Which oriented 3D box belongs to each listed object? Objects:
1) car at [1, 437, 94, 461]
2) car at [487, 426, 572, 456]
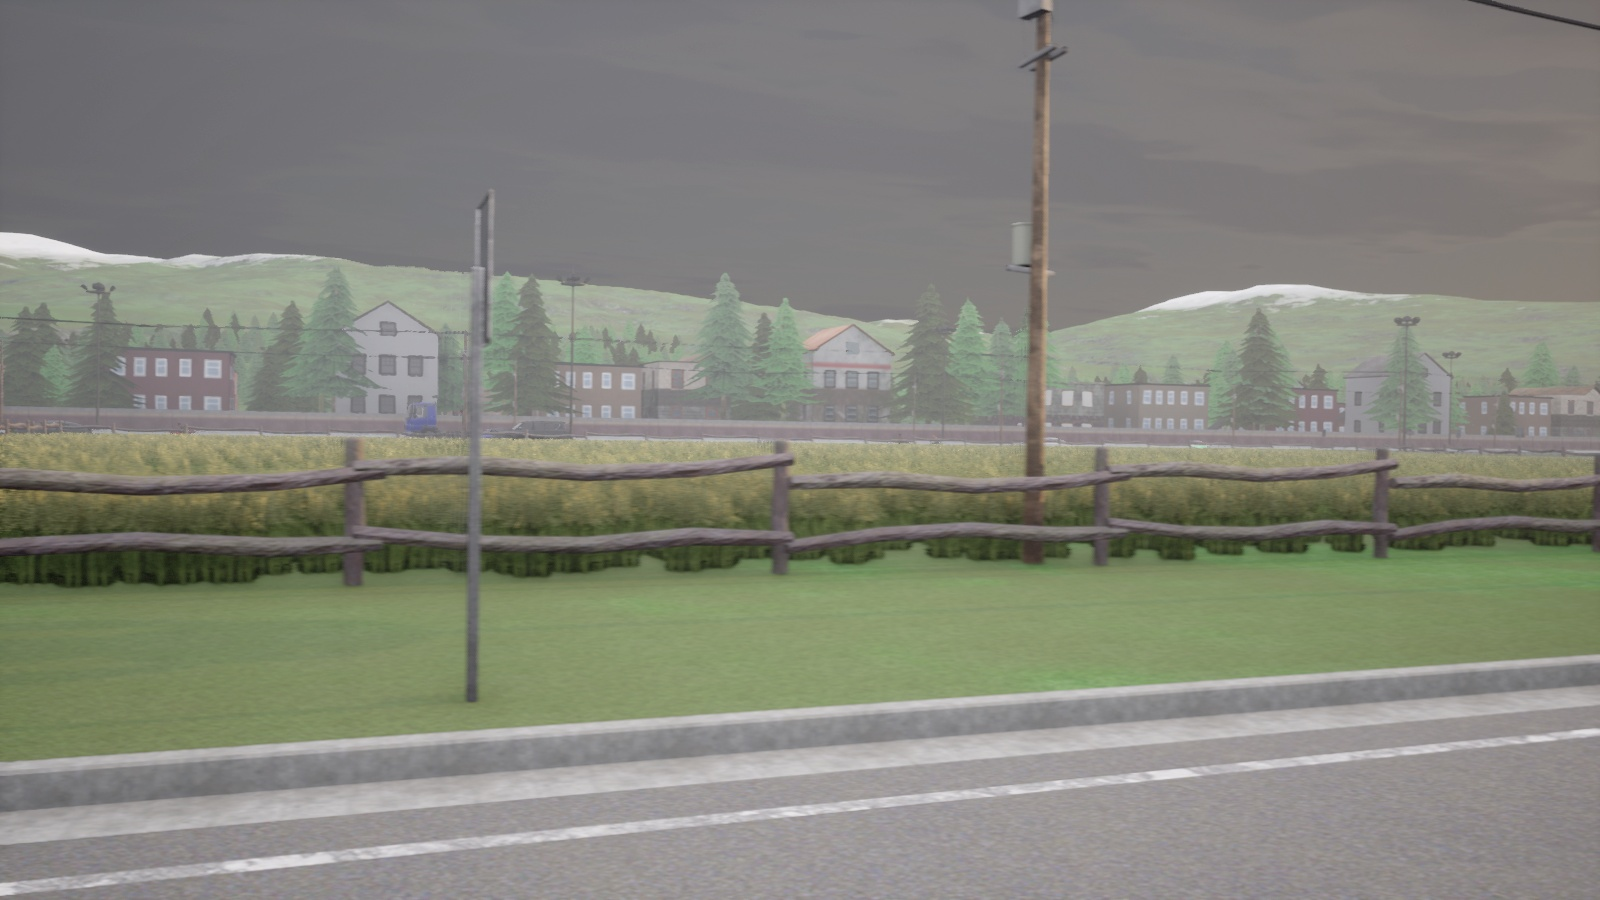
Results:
[{"bbox_3d":[-48.359,-0.076,80.812,4.892,1.490,1.837,-1,1,-21],"label":"car"},{"bbox_3d":[-18.958,-0.633,88.087,5.566,2.045,2.150,-1,1,-21],"label":"car"}]
